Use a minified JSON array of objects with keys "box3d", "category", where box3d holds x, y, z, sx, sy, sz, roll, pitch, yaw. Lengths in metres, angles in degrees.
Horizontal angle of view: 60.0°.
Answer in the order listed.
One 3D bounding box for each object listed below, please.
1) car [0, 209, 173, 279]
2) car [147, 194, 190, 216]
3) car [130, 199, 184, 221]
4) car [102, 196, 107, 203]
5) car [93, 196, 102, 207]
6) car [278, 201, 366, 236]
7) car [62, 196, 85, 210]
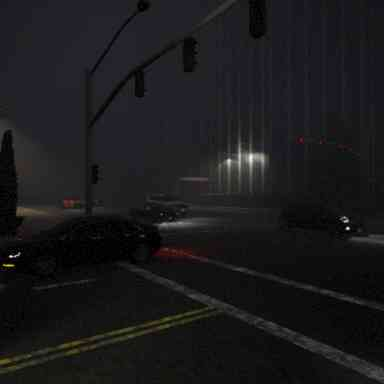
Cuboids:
[{"box3d":[-3.221,1.505,10.221,4.892,1.490,1.837,0,2,-39],"category":"car"},{"box3d":[-2.414,1.214,31.575,2.150,2.045,5.566,0,1,-36],"category":"car"},{"box3d":[-3.168,1.547,26.660,2.033,1.411,5.357,0,0,-36],"category":"car"},{"box3d":[-18.680,1.477,66.225,1.882,1.535,5.008,0,0,-36],"category":"car"},{"box3d":[-15.719,1.350,49.948,2.097,1.767,4.553,0,0,-36],"category":"car"},{"box3d":[7.123,1.350,18.576,2.097,1.767,4.553,0,0,-36],"category":"car"},{"box3d":[-15.486,1.351,43.639,2.097,1.767,4.553,0,0,-36],"category":"car"}]
